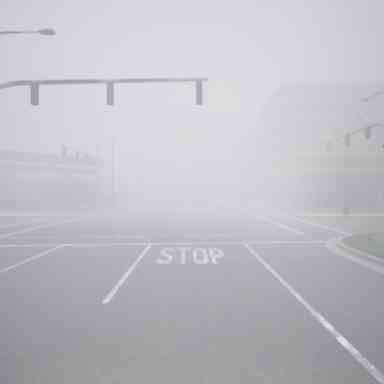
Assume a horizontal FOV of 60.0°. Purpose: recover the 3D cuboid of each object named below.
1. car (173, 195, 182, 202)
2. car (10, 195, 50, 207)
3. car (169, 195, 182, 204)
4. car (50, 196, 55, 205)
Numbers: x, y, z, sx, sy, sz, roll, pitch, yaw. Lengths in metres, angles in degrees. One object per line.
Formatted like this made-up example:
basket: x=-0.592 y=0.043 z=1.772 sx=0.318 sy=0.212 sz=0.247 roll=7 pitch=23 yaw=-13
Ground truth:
car: x=-3.300 y=1.389 z=77.214 sx=1.837 sy=1.490 sz=4.892 roll=0 pitch=0 yaw=0
car: x=-23.319 y=1.228 z=47.280 sx=4.611 sy=1.667 sz=2.242 roll=0 pitch=0 yaw=1
car: x=-3.187 y=1.460 z=60.830 sx=2.033 sy=1.411 sz=5.357 roll=0 pitch=0 yaw=0
car: x=-24.036 y=1.380 z=53.031 sx=3.806 sy=1.475 sz=1.970 roll=0 pitch=0 yaw=1
